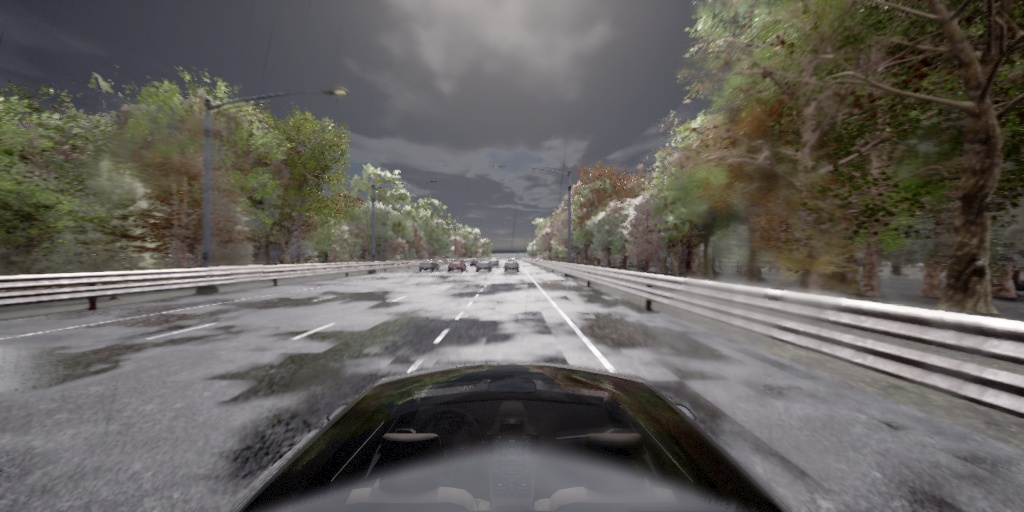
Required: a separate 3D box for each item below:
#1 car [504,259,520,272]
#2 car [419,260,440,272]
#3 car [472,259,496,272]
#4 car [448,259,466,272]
[{"bbox_3d":[-0.014,1.256,45.951,2.128,1.511,4.902,0,0,0],"label":"car"},{"bbox_3d":[-10.515,1.253,45.828,2.128,1.511,4.902,0,0,0],"label":"car"},{"bbox_3d":[-3.514,1.255,45.937,2.128,1.511,4.902,0,0,0],"label":"car"},{"bbox_3d":[-7.015,1.287,46.196,1.812,1.442,4.674,0,0,0],"label":"car"}]
